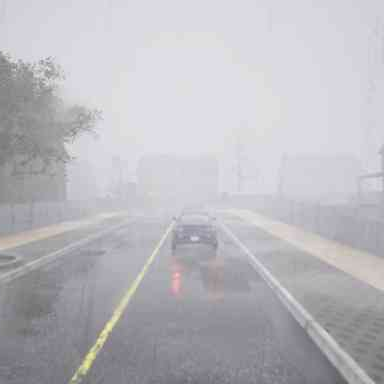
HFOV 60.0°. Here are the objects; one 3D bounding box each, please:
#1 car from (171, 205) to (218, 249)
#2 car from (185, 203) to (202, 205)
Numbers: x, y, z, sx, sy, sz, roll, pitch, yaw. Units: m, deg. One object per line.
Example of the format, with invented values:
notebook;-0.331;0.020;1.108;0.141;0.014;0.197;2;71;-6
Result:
car;0.101;1.519;14.385;1.812;1.442;4.674;0;0;0
car;0.136;1.606;29.226;1.895;1.301;4.718;0;0;1
